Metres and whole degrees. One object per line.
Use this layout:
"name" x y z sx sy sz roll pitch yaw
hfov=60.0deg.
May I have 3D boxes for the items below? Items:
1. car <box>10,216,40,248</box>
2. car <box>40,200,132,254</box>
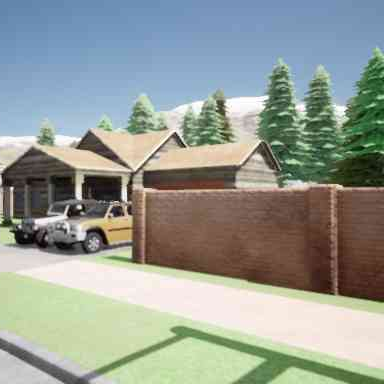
"car" -5.580 1.296 14.537 1.905 1.878 3.866 -1 0 35
"car" -3.305 1.270 13.399 1.932 1.855 4.605 -1 0 35
